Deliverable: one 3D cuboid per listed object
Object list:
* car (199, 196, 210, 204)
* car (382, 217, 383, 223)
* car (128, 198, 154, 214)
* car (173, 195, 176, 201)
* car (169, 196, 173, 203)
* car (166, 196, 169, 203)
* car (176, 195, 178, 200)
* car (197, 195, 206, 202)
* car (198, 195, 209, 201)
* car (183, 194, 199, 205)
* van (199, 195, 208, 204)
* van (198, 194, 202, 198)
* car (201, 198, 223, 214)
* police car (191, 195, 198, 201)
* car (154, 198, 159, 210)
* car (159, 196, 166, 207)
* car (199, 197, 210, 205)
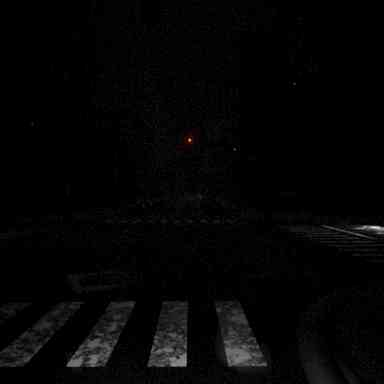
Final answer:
[{"bbox_3d":[2.365,1.641,47.115,1.802,1.307,4.206,0,0,0],"label":"car"},{"bbox_3d":[14.199,1.511,20.610,4.181,1.385,1.994,0,0,0],"label":"car"},{"bbox_3d":[-5.677,1.480,36.106,1.967,1.590,4.097,0,0,0],"label":"car"},{"bbox_3d":[-5.608,1.694,80.191,2.008,1.369,4.403,0,0,0],"label":"car"},{"bbox_3d":[-5.625,1.552,69.170,1.967,1.590,4.097,0,0,0],"label":"car"},{"bbox_3d":[-5.642,1.634,58.148,2.008,1.369,4.403,0,0,0],"label":"car"},{"bbox_3d":[-5.590,1.721,91.213,1.887,1.381,4.507,0,0,0],"label":"car"},{"bbox_3d":[2.426,1.600,85.690,1.967,1.590,4.097,0,0,0],"label":"car"},{"bbox_3d":[2.374,1.637,52.626,1.947,1.339,4.313,0,0,0],"label":"car"},{"bbox_3d":[-0.151,1.568,61.159,1.882,1.535,5.008,0,0,0],"label":"car"},{"bbox_3d":[2.400,1.453,69.158,1.690,1.788,3.998,0,0,0],"label":"van"},{"bbox_3d":[2.382,1.424,58.136,1.690,1.788,3.998,0,0,0],"label":"van"},{"bbox_3d":[2.348,1.606,36.092,1.947,1.339,4.313,0,0,0],"label":"car"},{"bbox_3d":[0.621,1.599,90.173,1.930,1.638,5.238,0,0,0],"label":"police car"},{"bbox_3d":[-5.668,1.490,41.617,1.967,1.590,4.097,0,0,0],"label":"car"},{"bbox_3d":[-5.651,1.653,52.638,1.802,1.307,4.206,0,0,0],"label":"car"},{"bbox_3d":[2.391,1.647,63.647,2.008,1.369,4.403,0,0,0],"label":"car"}]
